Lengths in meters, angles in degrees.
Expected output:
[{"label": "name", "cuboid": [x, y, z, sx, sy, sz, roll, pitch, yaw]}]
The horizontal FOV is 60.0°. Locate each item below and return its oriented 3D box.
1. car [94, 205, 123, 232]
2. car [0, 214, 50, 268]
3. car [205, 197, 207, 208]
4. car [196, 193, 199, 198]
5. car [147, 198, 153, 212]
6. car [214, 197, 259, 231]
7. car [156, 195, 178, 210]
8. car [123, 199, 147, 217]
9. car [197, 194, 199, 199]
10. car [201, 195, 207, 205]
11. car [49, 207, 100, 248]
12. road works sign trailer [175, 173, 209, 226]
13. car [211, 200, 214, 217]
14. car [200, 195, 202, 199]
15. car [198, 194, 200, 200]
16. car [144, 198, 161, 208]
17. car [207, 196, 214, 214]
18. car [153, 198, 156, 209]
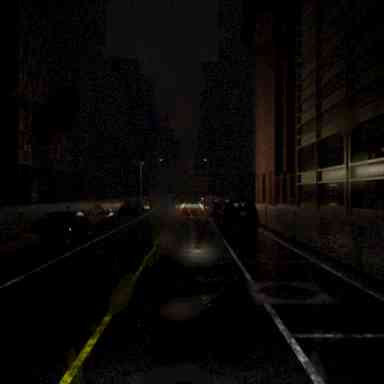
[{"label": "car", "cuboid": [-5.768, 1.530, 20.207, 1.752, 1.417, 4.829, 0, 0, 0]}, {"label": "car", "cuboid": [-5.765, 1.527, 8.852, 1.752, 1.417, 4.829, 0, 0, 0]}, {"label": "car", "cuboid": [2.752, 1.558, 37.416, 1.887, 1.381, 4.507, 0, 0, 0]}, {"label": "car", "cuboid": [2.738, 1.652, 94.192, 1.802, 1.307, 4.206, 0, 0, 0]}, {"label": "car", "cuboid": [-5.773, 1.539, 37.240, 1.752, 1.417, 4.829, 0, 0, 0]}, {"label": "car", "cuboid": [2.757, 1.320, 20.383, 2.192, 1.841, 5.009, 0, 0, 0]}, {"label": "car", "cuboid": [-3.101, 1.495, 42.655, 1.882, 1.535, 5.008, 0, 0, 0]}, {"label": "car", "cuboid": [-5.771, 1.554, 31.732, 1.887, 1.381, 4.507, 0, 0, 0]}, {"label": "car", "cuboid": [2.744, 1.611, 71.481, 1.947, 1.339, 4.313, 0, 0, 0]}, {"label": "car", "cuboid": [2.749, 1.463, 48.771, 1.967, 1.590, 4.097, 0, 0, 0]}, {"label": "car", "cuboid": [-5.767, 1.569, 14.700, 1.947, 1.339, 4.313, 0, 0, 0]}, {"label": "road works sign trailer", "cuboid": [-0.006, 0.471, 23.590, 2.380, 3.560, 2.880, 0, 0, 0]}, {"label": "car", "cuboid": [2.755, 1.532, 26.231, 1.752, 1.417, 4.829, 0, 0, 0]}, {"label": "car", "cuboid": [2.748, 1.594, 54.449, 1.947, 1.339, 4.313, 0, 0, 0]}, {"label": "car", "cuboid": [2.745, 1.480, 65.804, 1.967, 1.590, 4.097, 0, 0, 0]}, {"label": "car", "cuboid": [-5.776, 1.589, 48.764, 1.947, 1.339, 4.313, 0, 0, 0]}, {"label": "car", "cuboid": [2.754, 1.450, 31.739, 1.967, 1.590, 4.097, 0, 0, 0]}, {"label": "car", "cuboid": [-5.774, 1.562, 43.086, 1.887, 1.381, 4.507, 0, 0, 0]}]
